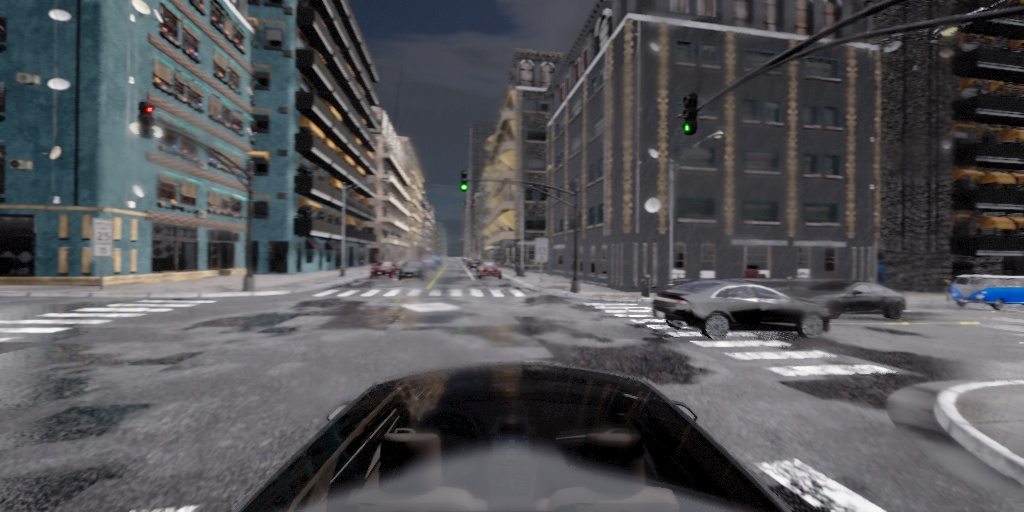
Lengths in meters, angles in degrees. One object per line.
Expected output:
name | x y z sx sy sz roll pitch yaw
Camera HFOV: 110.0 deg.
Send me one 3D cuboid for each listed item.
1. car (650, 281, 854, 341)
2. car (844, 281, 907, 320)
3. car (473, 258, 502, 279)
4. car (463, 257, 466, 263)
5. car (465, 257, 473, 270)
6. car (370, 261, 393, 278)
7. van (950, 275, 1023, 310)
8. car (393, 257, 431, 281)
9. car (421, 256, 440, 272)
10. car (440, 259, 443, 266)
car | 6.459 1.465 10.229 4.902 1.511 2.128 2 0 -9
car | 13.416 1.720 14.530 4.674 1.442 1.812 2 0 -9
car | -2.014 1.071 30.283 1.967 1.591 4.097 0 0 -9
car | -6.507 1.038 58.244 1.888 1.381 4.507 0 0 -9
car | -4.754 1.113 47.052 1.948 1.339 4.313 0 0 -9
car | -10.682 1.081 30.162 1.888 1.381 4.507 0 0 -9
van | 25.900 1.923 19.231 3.998 1.789 1.690 0 0 -9
car | -7.548 1.084 27.579 1.837 1.490 4.892 1 0 -8
car | -9.819 1.033 42.125 1.812 1.442 4.674 1 0 -9
car | -12.547 1.086 60.064 1.895 1.301 4.718 1 0 -9
